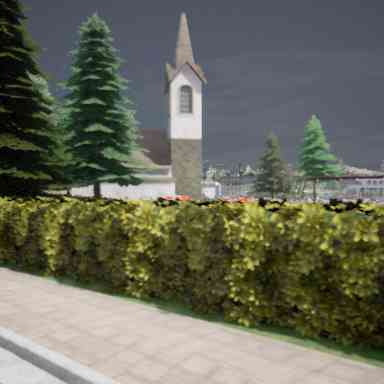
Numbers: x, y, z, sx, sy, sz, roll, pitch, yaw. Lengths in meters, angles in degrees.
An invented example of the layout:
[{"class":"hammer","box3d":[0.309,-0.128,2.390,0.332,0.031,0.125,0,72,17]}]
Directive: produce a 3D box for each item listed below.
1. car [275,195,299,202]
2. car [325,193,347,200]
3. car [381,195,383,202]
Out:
[{"class":"car","box3d":[21.405,1.442,76.026,4.514,1.523,2.007,0,0,35]},{"class":"car","box3d":[36.253,1.392,83.907,3.633,1.501,1.845,0,0,35]},{"class":"car","box3d":[38.355,1.414,67.775,3.806,1.475,1.970,0,0,35]}]
